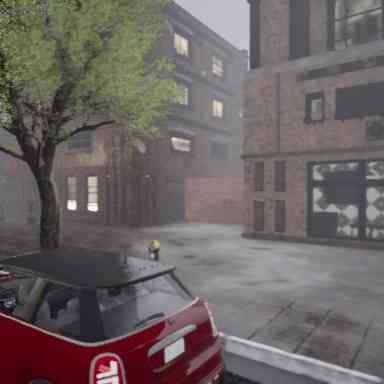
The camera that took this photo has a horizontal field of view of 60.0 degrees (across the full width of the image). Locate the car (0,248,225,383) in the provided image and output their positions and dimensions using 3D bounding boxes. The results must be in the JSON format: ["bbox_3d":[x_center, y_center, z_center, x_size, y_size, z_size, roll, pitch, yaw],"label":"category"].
[{"bbox_3d":[-1.737,1.441,4.111,4.097,1.590,1.967,0,0,36],"label":"car"}]
